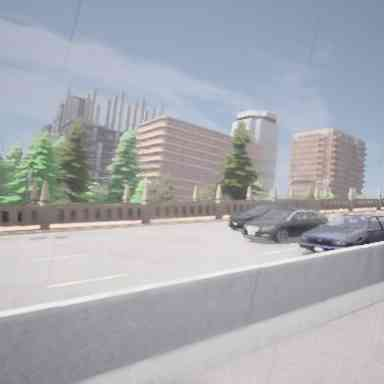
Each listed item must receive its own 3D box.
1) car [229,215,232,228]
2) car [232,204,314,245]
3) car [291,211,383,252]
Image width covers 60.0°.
[{"bbox_3d":[4.435,1.508,20.047,5.008,1.535,1.882,0,0,-35],"label":"car"},{"bbox_3d":[4.573,1.516,15.847,4.902,1.511,2.128,0,0,-35],"label":"car"},{"bbox_3d":[6.490,1.572,12.917,5.357,1.411,2.033,0,0,-35],"label":"car"}]
